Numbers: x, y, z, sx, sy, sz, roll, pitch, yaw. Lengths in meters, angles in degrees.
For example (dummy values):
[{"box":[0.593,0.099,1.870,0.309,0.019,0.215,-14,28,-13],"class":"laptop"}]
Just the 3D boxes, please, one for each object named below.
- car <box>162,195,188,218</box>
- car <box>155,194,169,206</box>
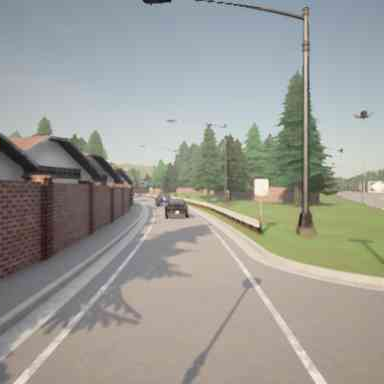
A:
[{"box":[-1.368,1.294,27.823,1.837,1.490,4.892,0,0,-6],"class":"car"},{"box":[-3.972,1.008,45.765,2.097,1.767,4.553,0,0,-10],"class":"car"}]
